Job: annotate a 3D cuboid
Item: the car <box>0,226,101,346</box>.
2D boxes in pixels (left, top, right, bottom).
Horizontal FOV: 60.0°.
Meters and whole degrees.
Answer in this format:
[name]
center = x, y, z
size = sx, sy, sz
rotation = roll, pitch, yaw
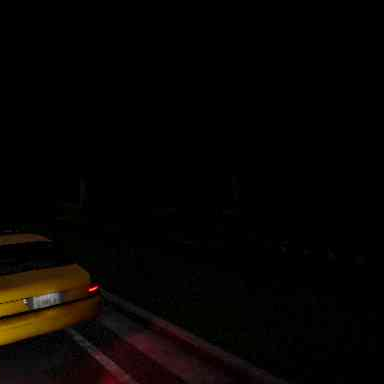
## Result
[car]
center = -3.598, 1.445, 6.423
size = 1.801, 1.575, 5.366
rotation = -2, 1, -40
